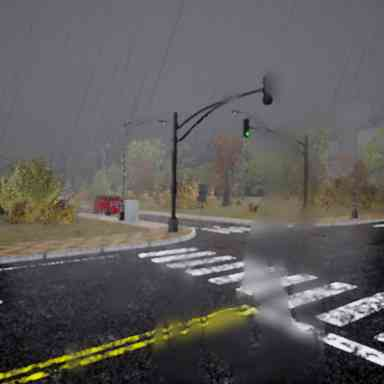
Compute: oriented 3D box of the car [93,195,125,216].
[{"bbox_3d":[-8.008,1.296,32.885,2.150,2.045,5.566,2,-1,-36],"label":"car"}]
